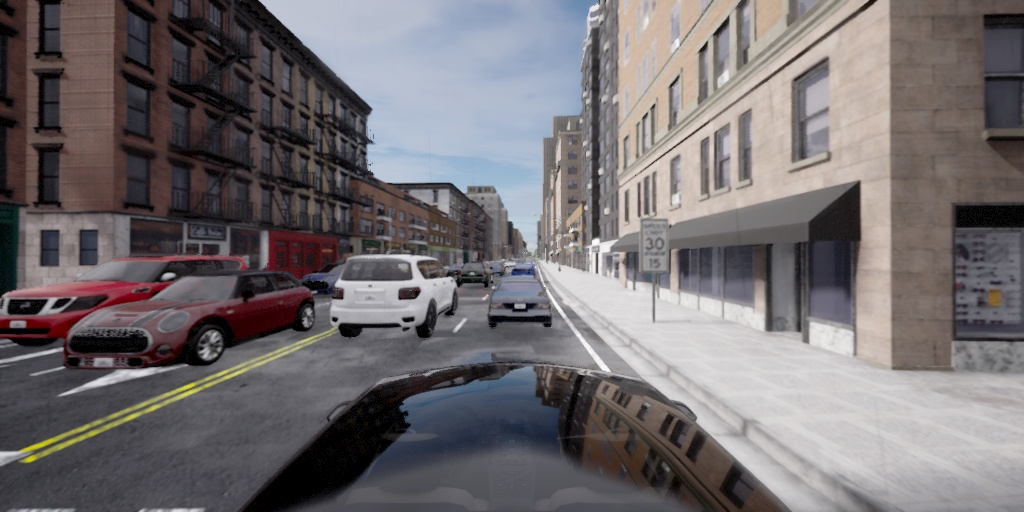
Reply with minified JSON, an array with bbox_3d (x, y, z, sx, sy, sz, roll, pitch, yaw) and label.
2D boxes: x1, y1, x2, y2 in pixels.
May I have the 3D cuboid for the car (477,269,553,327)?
[{"bbox_3d":[0.262,1.329,11.650,2.033,1.411,5.357,0,0,1],"label":"car"}]

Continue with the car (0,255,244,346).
[{"bbox_3d":[-9.718,0.998,9.811,2.150,2.045,5.566,0,0,0],"label":"car"}]

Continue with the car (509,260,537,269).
[{"bbox_3d":[1.022,1.303,29.752,1.882,1.535,5.008,0,0,3],"label":"car"}]

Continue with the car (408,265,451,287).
[{"bbox_3d":[-5.852,1.382,26.046,1.994,1.385,4.181,0,0,3],"label":"car"}]

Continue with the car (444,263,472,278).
[{"bbox_3d":[-5.293,1.405,35.947,1.994,1.385,4.181,0,0,3],"label":"car"}]

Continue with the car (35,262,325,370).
[{"bbox_3d":[-6.504,1.123,7.994,2.097,1.767,4.553,0,0,1],"label":"car"}]

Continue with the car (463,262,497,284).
[{"bbox_3d":[-2.461,1.168,25.243,2.097,1.767,4.553,0,0,3],"label":"car"}]

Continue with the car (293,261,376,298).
[{"bbox_3d":[-9.419,1.155,19.518,2.097,1.767,4.553,0,0,3],"label":"car"}]

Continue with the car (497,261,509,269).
[{"bbox_3d":[-1.732,1.394,38.522,2.033,1.411,5.357,0,0,4],"label":"car"}]

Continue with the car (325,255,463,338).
[{"bbox_3d":[-3.012,0.998,10.356,2.150,2.045,5.566,0,0,1],"label":"car"}]
